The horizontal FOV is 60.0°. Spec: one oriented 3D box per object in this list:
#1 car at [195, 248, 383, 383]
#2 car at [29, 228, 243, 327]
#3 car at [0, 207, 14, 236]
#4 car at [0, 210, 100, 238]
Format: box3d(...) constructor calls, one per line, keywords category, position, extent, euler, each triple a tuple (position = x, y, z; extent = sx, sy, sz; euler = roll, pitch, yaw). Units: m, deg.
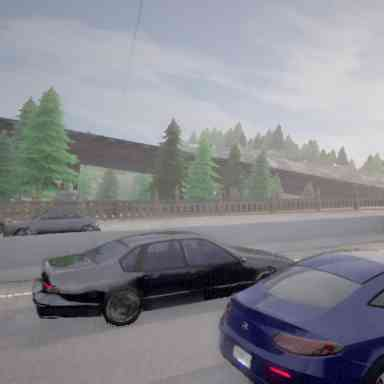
box3d(category="car", position=(2.569, 1.525, 4.456), extent=(4.674, 1.442, 1.812), euler=(0, 0, -27))
box3d(category="car", position=(-0.346, 1.545, 6.910), extent=(5.357, 1.411, 2.033), euler=(0, 0, -27))
box3d(category="car", position=(-11.595, 1.530, 17.155), extent=(4.181, 1.385, 1.994), euler=(1, 0, -27))
box3d(category="car", position=(-6.552, 1.551, 15.768), extent=(4.181, 1.385, 1.994), euler=(0, 0, -27))
